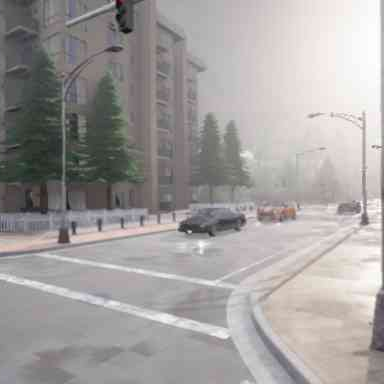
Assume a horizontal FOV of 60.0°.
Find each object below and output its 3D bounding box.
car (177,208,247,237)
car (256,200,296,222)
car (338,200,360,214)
[{"bbox_3d":[1.352,1.653,19.305,2.033,1.411,5.357,-1,0,34],"label":"car"},{"bbox_3d":[7.084,1.457,27.839,2.097,1.767,4.553,-1,0,34],"label":"car"},{"bbox_3d":[17.347,1.596,36.694,1.812,1.442,4.674,-1,0,32],"label":"car"}]
